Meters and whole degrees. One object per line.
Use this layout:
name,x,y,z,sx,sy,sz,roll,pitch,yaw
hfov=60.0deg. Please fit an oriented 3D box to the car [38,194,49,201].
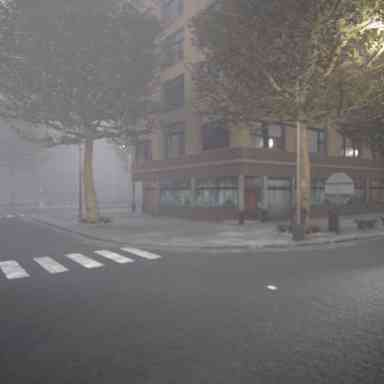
car,-32.498,1.191,74.568,4.674,1.452,2.002,-1,0,-36
